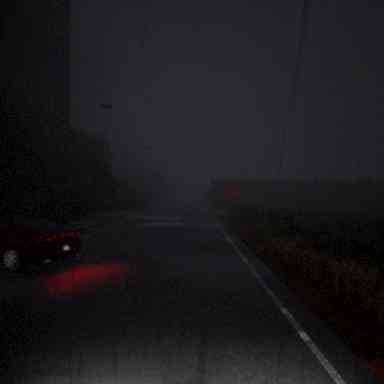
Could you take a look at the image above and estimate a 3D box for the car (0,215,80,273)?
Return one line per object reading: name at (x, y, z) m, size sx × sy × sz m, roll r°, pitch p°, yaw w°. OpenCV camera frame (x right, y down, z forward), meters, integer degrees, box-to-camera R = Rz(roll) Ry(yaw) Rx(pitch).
car at (-5.942, 1.476, 10.652) m, size 5.008 × 1.535 × 1.882 m, roll 0°, pitch -2°, yaw 23°
